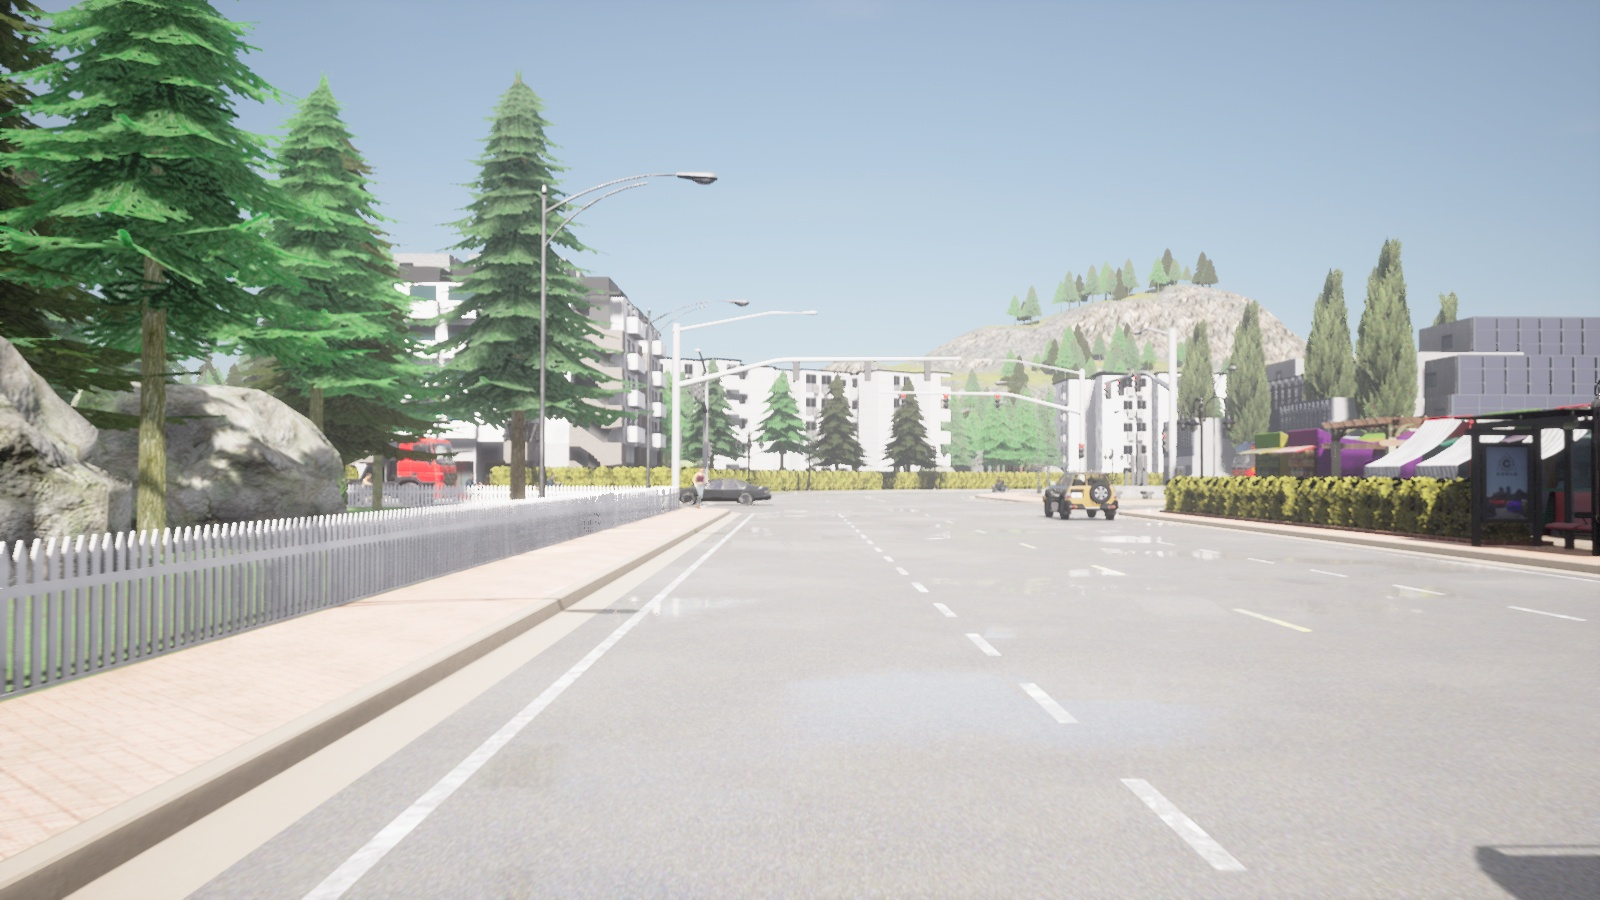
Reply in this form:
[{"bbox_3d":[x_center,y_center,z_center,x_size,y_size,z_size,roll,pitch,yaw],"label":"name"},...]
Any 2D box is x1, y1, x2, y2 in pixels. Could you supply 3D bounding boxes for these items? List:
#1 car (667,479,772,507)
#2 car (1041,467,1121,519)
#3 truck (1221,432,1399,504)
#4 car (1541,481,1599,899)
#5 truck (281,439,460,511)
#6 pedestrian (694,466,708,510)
[{"bbox_3d":[-4.178,2.258,65.736,5.357,1.411,2.033,0,-1,1],"label":"car"},{"bbox_3d":[10.378,1.573,46.759,1.932,1.855,4.605,0,-1,0],"label":"car"},{"bbox_3d":[27.740,0.977,68.541,8.468,3.827,2.891,0,-1,1],"label":"truck"},{"bbox_3d":[3.492,0.839,2.519,1.789,1.549,3.705,0,-1,0],"label":"car"},{"bbox_3d":[-21.321,1.233,62.644,7.936,3.462,2.891,0,-1,1],"label":"truck"},{"bbox_3d":[-4.217,1.610,53.280,0.345,1.836,0.594,1,-1,-32],"label":"pedestrian"}]
